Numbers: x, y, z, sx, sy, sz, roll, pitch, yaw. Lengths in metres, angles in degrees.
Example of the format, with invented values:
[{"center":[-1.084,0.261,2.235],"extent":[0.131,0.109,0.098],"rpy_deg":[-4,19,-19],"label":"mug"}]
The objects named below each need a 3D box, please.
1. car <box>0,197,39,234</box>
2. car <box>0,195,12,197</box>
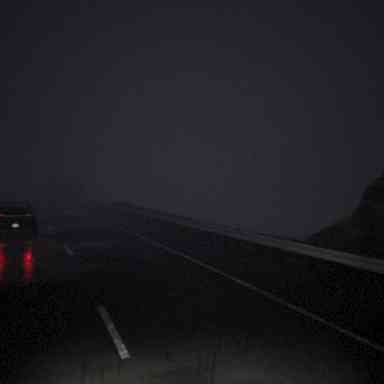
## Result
[{"center":[-8.802,1.202,16.605],"extent":[2.128,1.511,4.902],"rpy_deg":[1,0,-28],"label":"car"},{"center":[-18.979,0.989,33.390],"extent":[1.895,1.301,4.718],"rpy_deg":[1,0,-34],"label":"car"}]
